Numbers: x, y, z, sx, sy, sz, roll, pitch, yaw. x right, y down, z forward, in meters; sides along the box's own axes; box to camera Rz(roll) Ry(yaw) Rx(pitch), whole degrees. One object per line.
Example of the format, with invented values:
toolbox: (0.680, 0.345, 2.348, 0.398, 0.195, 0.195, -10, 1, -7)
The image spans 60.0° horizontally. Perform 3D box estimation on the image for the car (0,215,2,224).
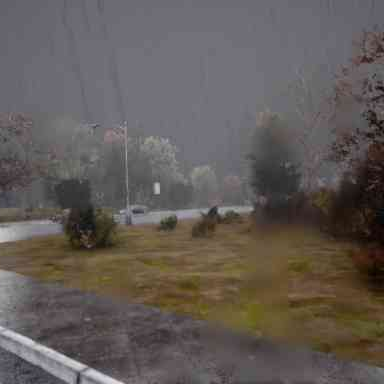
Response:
car: (-18.934, 2.442, 28.379, 1.837, 1.490, 4.892, -3, -2, 35)

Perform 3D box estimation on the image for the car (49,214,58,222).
car: (-13.491, 2.520, 36.689, 1.994, 1.385, 4.181, -3, -2, 32)

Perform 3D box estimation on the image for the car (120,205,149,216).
car: (-7.934, 2.493, 45.431, 2.128, 1.511, 4.902, -3, -2, 32)
